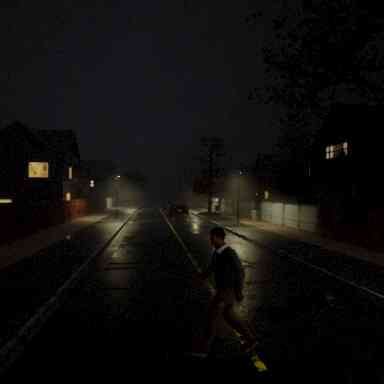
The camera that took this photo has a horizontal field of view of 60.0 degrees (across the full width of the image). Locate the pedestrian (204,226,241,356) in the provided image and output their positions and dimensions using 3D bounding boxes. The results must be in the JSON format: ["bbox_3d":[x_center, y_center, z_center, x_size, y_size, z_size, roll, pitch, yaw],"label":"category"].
[{"bbox_3d":[0.413,1.310,4.596,0.375,1.860,0.375,0,0,-7],"label":"pedestrian"}]

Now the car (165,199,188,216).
[{"bbox_3d":[-1.508,1.698,35.404,1.882,1.535,5.008,1,-1,-7],"label":"car"}]

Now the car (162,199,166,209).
[{"bbox_3d":[-3.626,1.855,52.325,1.837,1.490,4.892,1,-2,-7],"label":"car"}]
